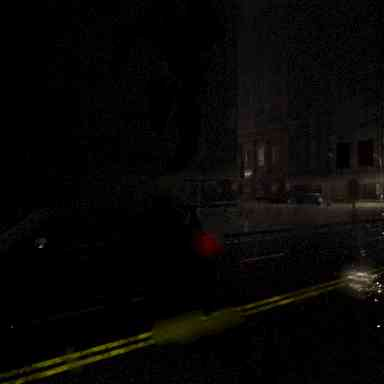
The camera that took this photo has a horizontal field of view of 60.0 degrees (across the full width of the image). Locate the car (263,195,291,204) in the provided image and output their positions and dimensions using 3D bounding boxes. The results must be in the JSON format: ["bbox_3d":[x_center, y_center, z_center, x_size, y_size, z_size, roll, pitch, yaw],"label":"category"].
[{"bbox_3d":[14.199,1.363,54.166,1.802,1.307,4.206,-1,1,-35],"label":"car"}]

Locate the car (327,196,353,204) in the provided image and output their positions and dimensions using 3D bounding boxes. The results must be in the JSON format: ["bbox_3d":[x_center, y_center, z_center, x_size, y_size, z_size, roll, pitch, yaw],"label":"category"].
[{"bbox_3d":[24.419,1.244,54.511,1.947,1.339,4.313,-1,1,-35],"label":"car"}]

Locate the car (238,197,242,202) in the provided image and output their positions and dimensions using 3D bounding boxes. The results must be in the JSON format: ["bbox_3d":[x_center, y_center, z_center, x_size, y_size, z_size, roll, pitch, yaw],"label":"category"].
[{"bbox_3d":[7.644,1.158,63.367,1.967,1.590,4.097,-1,1,-35],"label":"car"}]

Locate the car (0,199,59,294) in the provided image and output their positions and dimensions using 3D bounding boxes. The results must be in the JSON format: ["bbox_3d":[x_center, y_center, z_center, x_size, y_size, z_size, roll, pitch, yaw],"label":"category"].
[{"bbox_3d":[-6.104,1.224,7.317,5.566,2.045,2.150,0,0,-36],"label":"car"}]

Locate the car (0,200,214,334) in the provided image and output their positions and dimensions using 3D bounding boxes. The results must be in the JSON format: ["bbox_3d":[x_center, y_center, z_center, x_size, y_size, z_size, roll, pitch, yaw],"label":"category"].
[{"bbox_3d":[-2.137,1.216,6.154,5.566,2.045,2.150,0,0,-36],"label":"car"}]

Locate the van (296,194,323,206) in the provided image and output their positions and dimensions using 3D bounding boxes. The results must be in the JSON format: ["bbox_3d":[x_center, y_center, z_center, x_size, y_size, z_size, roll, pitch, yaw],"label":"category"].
[{"bbox_3d":[17.475,1.152,49.563,1.690,1.788,3.998,-1,1,-35],"label":"van"}]

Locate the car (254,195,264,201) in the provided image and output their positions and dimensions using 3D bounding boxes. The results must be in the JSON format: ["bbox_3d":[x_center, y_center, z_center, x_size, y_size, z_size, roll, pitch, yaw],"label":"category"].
[{"bbox_3d":[14.587,1.167,68.315,1.802,1.307,4.206,-1,1,-35],"label":"car"}]
